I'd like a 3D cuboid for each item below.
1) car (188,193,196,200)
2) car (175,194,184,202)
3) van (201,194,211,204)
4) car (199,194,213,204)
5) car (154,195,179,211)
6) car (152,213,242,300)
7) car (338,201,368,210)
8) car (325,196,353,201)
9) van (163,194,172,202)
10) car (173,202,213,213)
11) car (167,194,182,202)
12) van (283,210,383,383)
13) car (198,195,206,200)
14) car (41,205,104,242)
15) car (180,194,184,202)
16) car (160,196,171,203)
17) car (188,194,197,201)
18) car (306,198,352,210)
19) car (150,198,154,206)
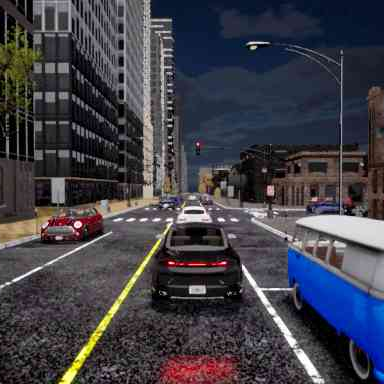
[{"bbox_3d":[0.084,1.257,91.027,2.097,1.767,4.553,0,0,0],"label":"car"},{"bbox_3d":[-2.926,1.337,79.595,2.097,1.767,4.553,0,0,0],"label":"car"},{"bbox_3d":[2.736,1.325,65.356,1.690,1.788,3.998,-1,0,0],"label":"van"},{"bbox_3d":[2.732,1.425,59.712,1.967,1.590,4.097,-1,0,0],"label":"car"},{"bbox_3d":[-3.062,1.482,41.209,2.128,1.511,4.902,0,0,0],"label":"car"},{"bbox_3d":[0.105,1.502,8.382,1.837,1.490,4.892,0,0,0],"label":"car"},{"bbox_3d":[16.446,1.793,31.034,4.313,1.339,1.947,1,0,1],"label":"car"},{"bbox_3d":[16.563,1.411,39.410,5.009,1.841,2.192,1,0,1],"label":"car"},{"bbox_3d":[-5.601,1.323,76.707,1.690,1.788,3.998,-1,0,0],"label":"van"},{"bbox_3d":[0.111,1.520,18.739,1.812,1.442,4.674,0,0,0],"label":"car"},{"bbox_3d":[-3.037,1.511,54.258,1.812,1.442,4.674,0,0,0],"label":"car"},{"bbox_3d":[2.680,1.340,5.091,1.690,1.788,3.998,-1,0,0],"label":"van"},{"bbox_3d":[2.765,1.531,93.576,2.008,1.369,4.403,-1,0,0],"label":"car"},{"bbox_3d":[-5.689,1.435,16.183,1.967,1.590,4.097,-1,0,0],"label":"car"},{"bbox_3d":[-2.940,1.548,69.097,1.994,1.385,4.181,0,0,0],"label":"car"},{"bbox_3d":[-5.603,1.549,71.063,1.947,1.339,4.313,-1,0,0],"label":"car"},{"bbox_3d":[0.075,1.504,81.023,1.812,1.442,4.674,0,0,0],"label":"car"},{"bbox_3d":[14.850,1.684,36.849,4.181,1.385,1.994,1,1,1],"label":"car"},{"bbox_3d":[-5.790,1.512,53.960,1.752,1.417,4.829,-1,0,0],"label":"car"}]
